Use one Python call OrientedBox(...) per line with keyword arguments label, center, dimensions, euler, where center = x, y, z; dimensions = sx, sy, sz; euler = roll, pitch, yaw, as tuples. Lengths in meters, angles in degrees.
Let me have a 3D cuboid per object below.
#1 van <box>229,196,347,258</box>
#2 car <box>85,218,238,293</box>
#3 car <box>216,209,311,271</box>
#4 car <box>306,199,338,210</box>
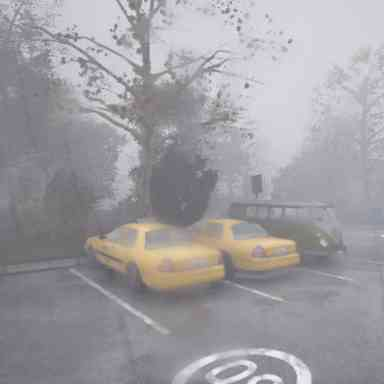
OrientedBox(label="van", center=(3.257, 1.286, 11.987), dimensions=(1.878, 1.987, 4.442), euler=(0, 0, -35))
OrientedBox(label="car", center=(-1.364, 1.479, 9.070), dimensions=(1.946, 1.575, 5.366), euler=(0, 0, -35))
OrientedBox(label="car", center=(0.804, 1.490, 10.612), dimensions=(1.946, 1.575, 5.366), euler=(0, 0, -35))
OrientedBox(label="car", center=(19.702, 1.885, 50.537), dimensions=(1.994, 1.385, 4.181), euler=(-2, 2, -35))
